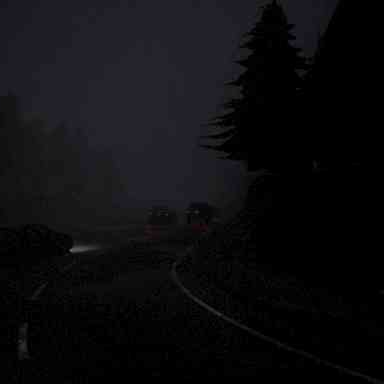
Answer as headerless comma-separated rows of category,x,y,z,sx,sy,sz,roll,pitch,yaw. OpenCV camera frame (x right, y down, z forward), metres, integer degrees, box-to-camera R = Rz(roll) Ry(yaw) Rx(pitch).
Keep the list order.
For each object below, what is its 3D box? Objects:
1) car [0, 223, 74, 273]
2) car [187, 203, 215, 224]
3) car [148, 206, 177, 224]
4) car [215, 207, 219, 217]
car,-5.907,1.766,11.447,2.033,1.411,5.357,1,-2,2
car,0.820,2.138,34.173,2.150,2.045,5.566,1,-2,8
car,-2.842,2.193,33.210,2.097,1.767,4.553,1,-2,8
car,2.821,2.832,48.304,1.837,1.490,4.892,1,-2,8
